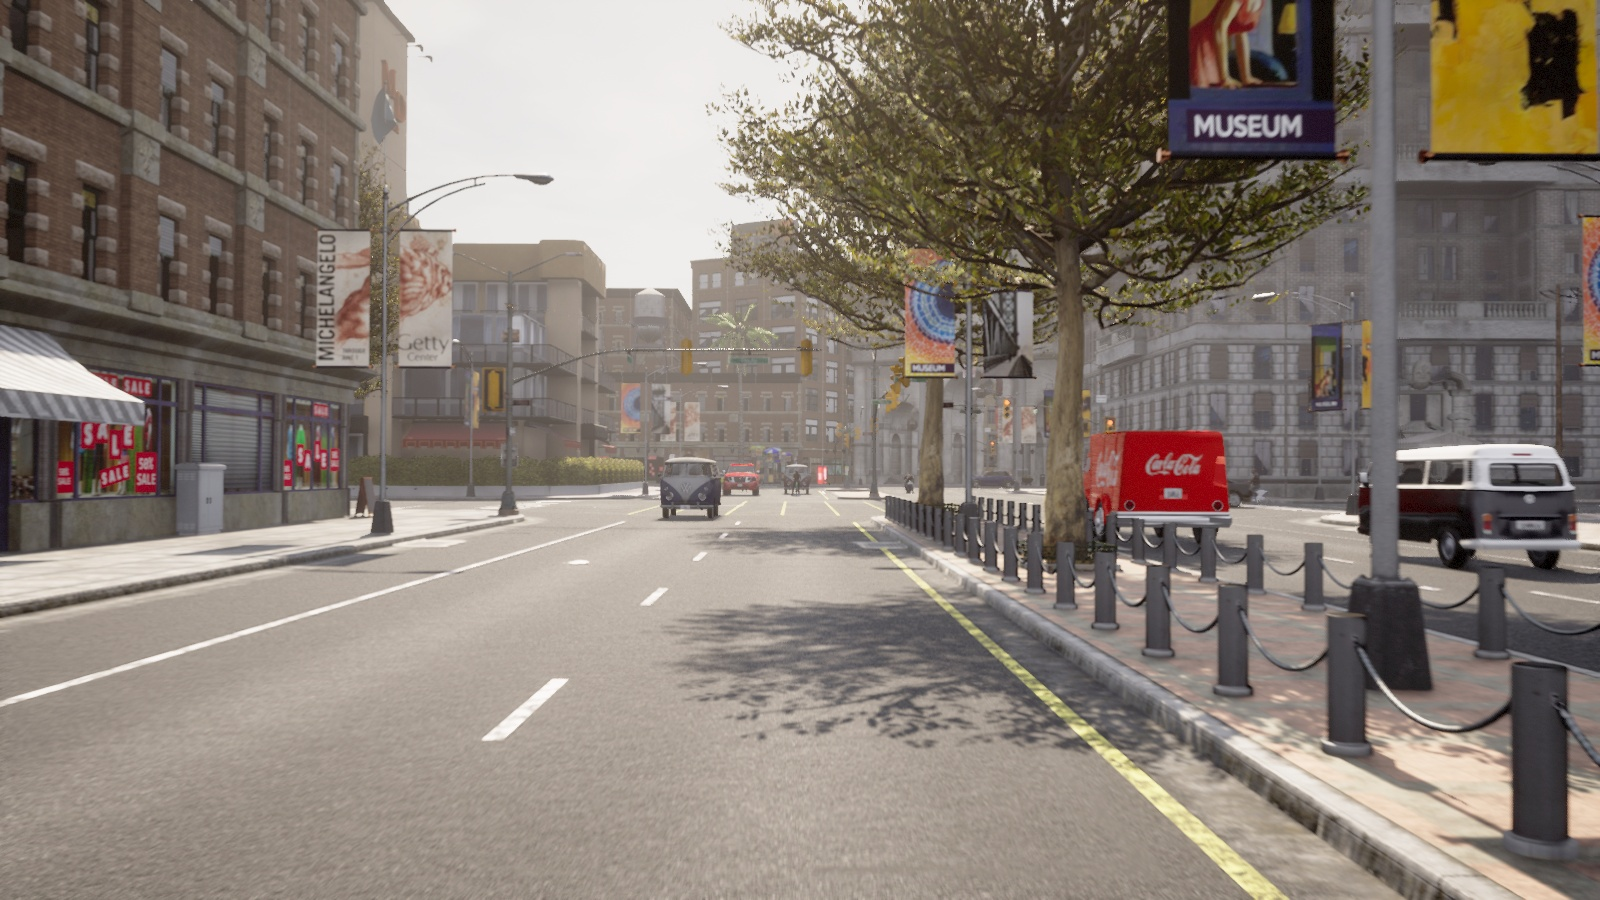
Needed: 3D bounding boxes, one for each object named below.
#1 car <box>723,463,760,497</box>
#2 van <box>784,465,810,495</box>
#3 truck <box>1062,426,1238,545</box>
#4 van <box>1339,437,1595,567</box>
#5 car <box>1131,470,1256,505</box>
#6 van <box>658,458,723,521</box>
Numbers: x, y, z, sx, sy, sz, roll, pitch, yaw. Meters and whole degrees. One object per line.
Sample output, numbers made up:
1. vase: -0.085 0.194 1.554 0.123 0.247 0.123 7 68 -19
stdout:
1. car: -3.696 1.890 80.163 2.150 2.045 5.566 0 -1 0
2. van: -0.209 1.999 85.465 1.775 1.987 4.442 0 -1 0
3. truck: 7.822 0.778 28.732 2.627 2.467 5.204 0 -1 1
4. van: 11.445 0.860 21.990 2.069 2.038 4.480 0 -1 0
5. car: 17.683 1.669 56.613 5.008 1.535 1.882 0 -1 -1
6. van: -3.603 1.282 41.826 1.775 1.987 4.442 0 -1 0
